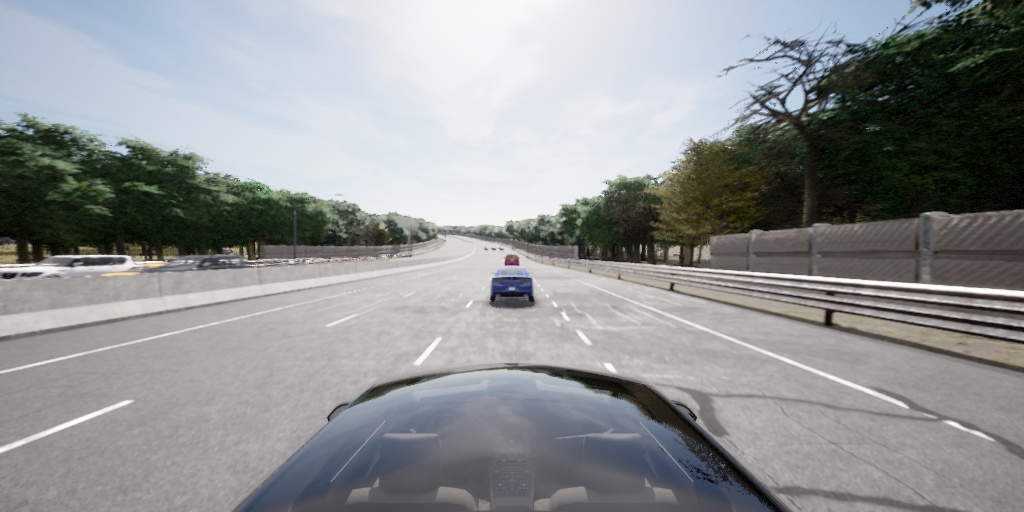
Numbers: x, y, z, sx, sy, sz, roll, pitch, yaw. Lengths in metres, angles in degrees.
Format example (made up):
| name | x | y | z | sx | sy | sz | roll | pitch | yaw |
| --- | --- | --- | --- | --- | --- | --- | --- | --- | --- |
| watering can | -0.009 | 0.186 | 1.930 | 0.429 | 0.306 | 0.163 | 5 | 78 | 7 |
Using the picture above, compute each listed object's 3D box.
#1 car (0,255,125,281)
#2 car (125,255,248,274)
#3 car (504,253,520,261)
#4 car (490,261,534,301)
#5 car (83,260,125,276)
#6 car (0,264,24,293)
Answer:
| name | x | y | z | sx | sy | sz | roll | pitch | yaw |
| --- | --- | --- | --- | --- | --- | --- | --- | --- | --- |
| car | -24.589 | 0.943 | 20.193 | 2.150 | 2.045 | 5.566 | 0 | 0 | 0 |
| car | -17.591 | 0.943 | 20.189 | 2.150 | 2.045 | 5.566 | 0 | 0 | 0 |
| car | 0.001 | 0.715 | 53.124 | 2.150 | 2.045 | 5.566 | 0 | 1 | 0 |
| car | 0.001 | 1.206 | 17.373 | 1.882 | 1.535 | 5.008 | 0 | 0 | 0 |
| car | -21.089 | 1.195 | 21.042 | 1.882 | 1.535 | 5.008 | 0 | 0 | 0 |
| car | -28.089 | 1.218 | 17.418 | 2.128 | 1.511 | 4.902 | 0 | 0 | 0 |
